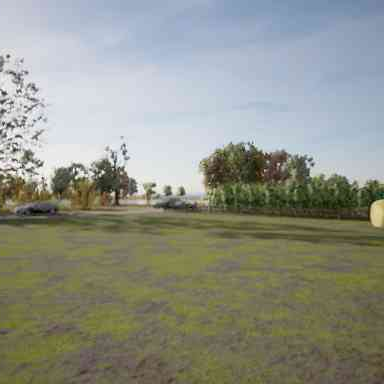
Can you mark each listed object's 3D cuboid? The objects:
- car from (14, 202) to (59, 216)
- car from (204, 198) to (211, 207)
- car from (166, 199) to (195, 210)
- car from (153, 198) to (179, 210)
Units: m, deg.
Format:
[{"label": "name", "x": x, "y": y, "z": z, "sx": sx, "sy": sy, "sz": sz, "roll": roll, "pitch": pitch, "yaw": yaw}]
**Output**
[{"label": "car", "x": -17.481, "y": 1.886, "z": 37.550, "sx": 2.128, "sy": 1.511, "sz": 4.902, "roll": -1, "pitch": -2, "yaw": 35}, {"label": "car", "x": 4.548, "y": 2.086, "z": 63.928, "sx": 2.150, "sy": 2.045, "sz": 5.566, "roll": -1, "pitch": -2, "yaw": 35}, {"label": "car", "x": -1.412, "y": 2.251, "z": 55.360, "sx": 2.033, "sy": 1.411, "sz": 5.357, "roll": -1, "pitch": -2, "yaw": 36}, {"label": "car", "x": -4.173, "y": 1.965, "z": 56.393, "sx": 2.150, "sy": 2.045, "sz": 5.566, "roll": -1, "pitch": -2, "yaw": 36}]
